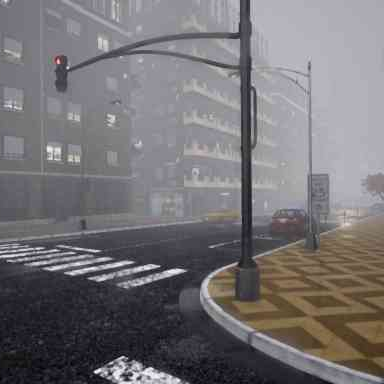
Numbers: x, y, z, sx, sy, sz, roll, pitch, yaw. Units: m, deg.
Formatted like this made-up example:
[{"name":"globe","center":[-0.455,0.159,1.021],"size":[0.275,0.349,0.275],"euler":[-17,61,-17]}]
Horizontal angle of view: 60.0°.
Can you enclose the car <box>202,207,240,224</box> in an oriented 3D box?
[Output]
[{"name":"car","center":[2.655,2.000,29.906],"size":[1.752,1.417,4.829],"euler":[-2,-2,35]}]

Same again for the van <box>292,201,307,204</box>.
[{"name":"van","center":[15.711,2.172,48.562],"size":[1.690,1.788,3.998],"euler":[-2,-2,35]}]

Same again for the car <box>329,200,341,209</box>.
[{"name":"car","center":[28.672,2.500,67.074],"size":[2.192,1.841,5.009],"euler":[-2,-2,35]}]

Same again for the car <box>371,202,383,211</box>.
[{"name":"car","center":[32.247,2.582,57.674],"size":[1.947,1.339,4.313],"euler":[-2,-2,35]}]

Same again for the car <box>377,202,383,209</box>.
[{"name":"car","center":[38.727,2.744,66.930],"size":[2.008,1.369,4.403],"euler":[-2,-2,35]}]

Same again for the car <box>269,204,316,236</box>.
[{"name":"car","center":[6.324,1.750,20.656],"size":[1.967,1.590,4.097],"euler":[-2,-2,35]}]

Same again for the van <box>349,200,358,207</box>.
[{"name":"van","center":[41.597,2.880,85.609],"size":[1.690,1.788,3.998],"euler":[-2,-2,35]}]
